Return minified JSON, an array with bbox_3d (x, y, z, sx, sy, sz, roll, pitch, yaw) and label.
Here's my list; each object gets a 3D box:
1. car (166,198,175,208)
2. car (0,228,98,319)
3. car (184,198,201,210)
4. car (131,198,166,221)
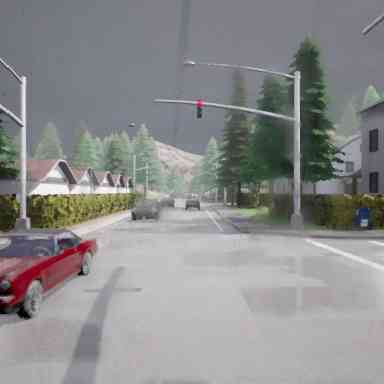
[{"bbox_3d":[-3.506,1.563,48.991,2.033,1.411,5.357,0,0,0],"label":"car"},{"bbox_3d":[-3.627,1.541,7.312,1.895,1.301,4.718,-1,0,0],"label":"car"},{"bbox_3d":[0.100,1.519,43.289,1.837,1.490,4.892,0,0,0],"label":"car"},{"bbox_3d":[-3.598,1.361,27.124,2.097,1.767,4.553,0,0,0],"label":"car"}]
